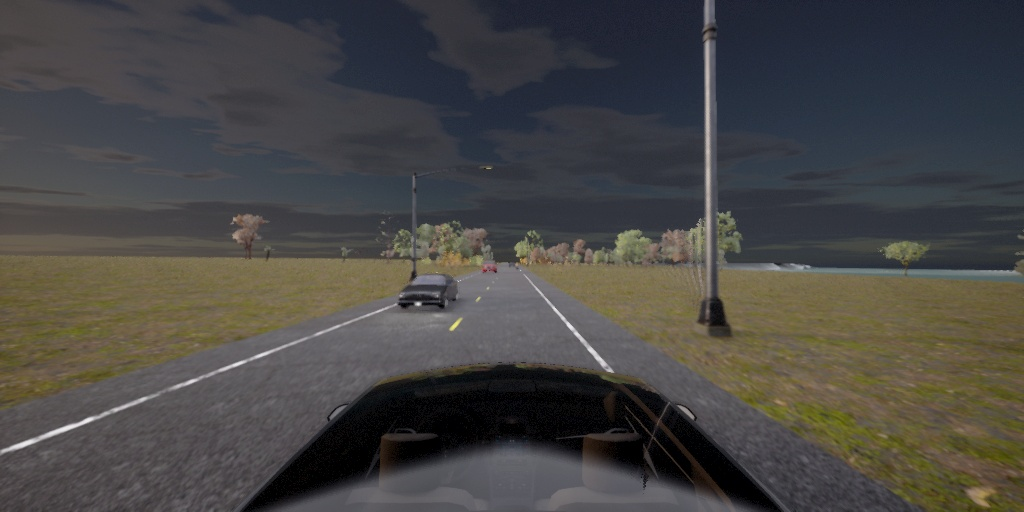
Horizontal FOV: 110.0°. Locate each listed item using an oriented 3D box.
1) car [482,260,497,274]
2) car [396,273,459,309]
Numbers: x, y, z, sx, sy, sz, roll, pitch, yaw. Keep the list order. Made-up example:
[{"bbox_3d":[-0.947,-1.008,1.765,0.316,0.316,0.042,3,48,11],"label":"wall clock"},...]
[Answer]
[{"bbox_3d":[-3.536,1.725,56.739,2.150,2.045,5.566,0,-1,1],"label":"car"},{"bbox_3d":[-3.595,1.501,16.406,2.033,1.411,5.357,0,-1,0],"label":"car"}]
